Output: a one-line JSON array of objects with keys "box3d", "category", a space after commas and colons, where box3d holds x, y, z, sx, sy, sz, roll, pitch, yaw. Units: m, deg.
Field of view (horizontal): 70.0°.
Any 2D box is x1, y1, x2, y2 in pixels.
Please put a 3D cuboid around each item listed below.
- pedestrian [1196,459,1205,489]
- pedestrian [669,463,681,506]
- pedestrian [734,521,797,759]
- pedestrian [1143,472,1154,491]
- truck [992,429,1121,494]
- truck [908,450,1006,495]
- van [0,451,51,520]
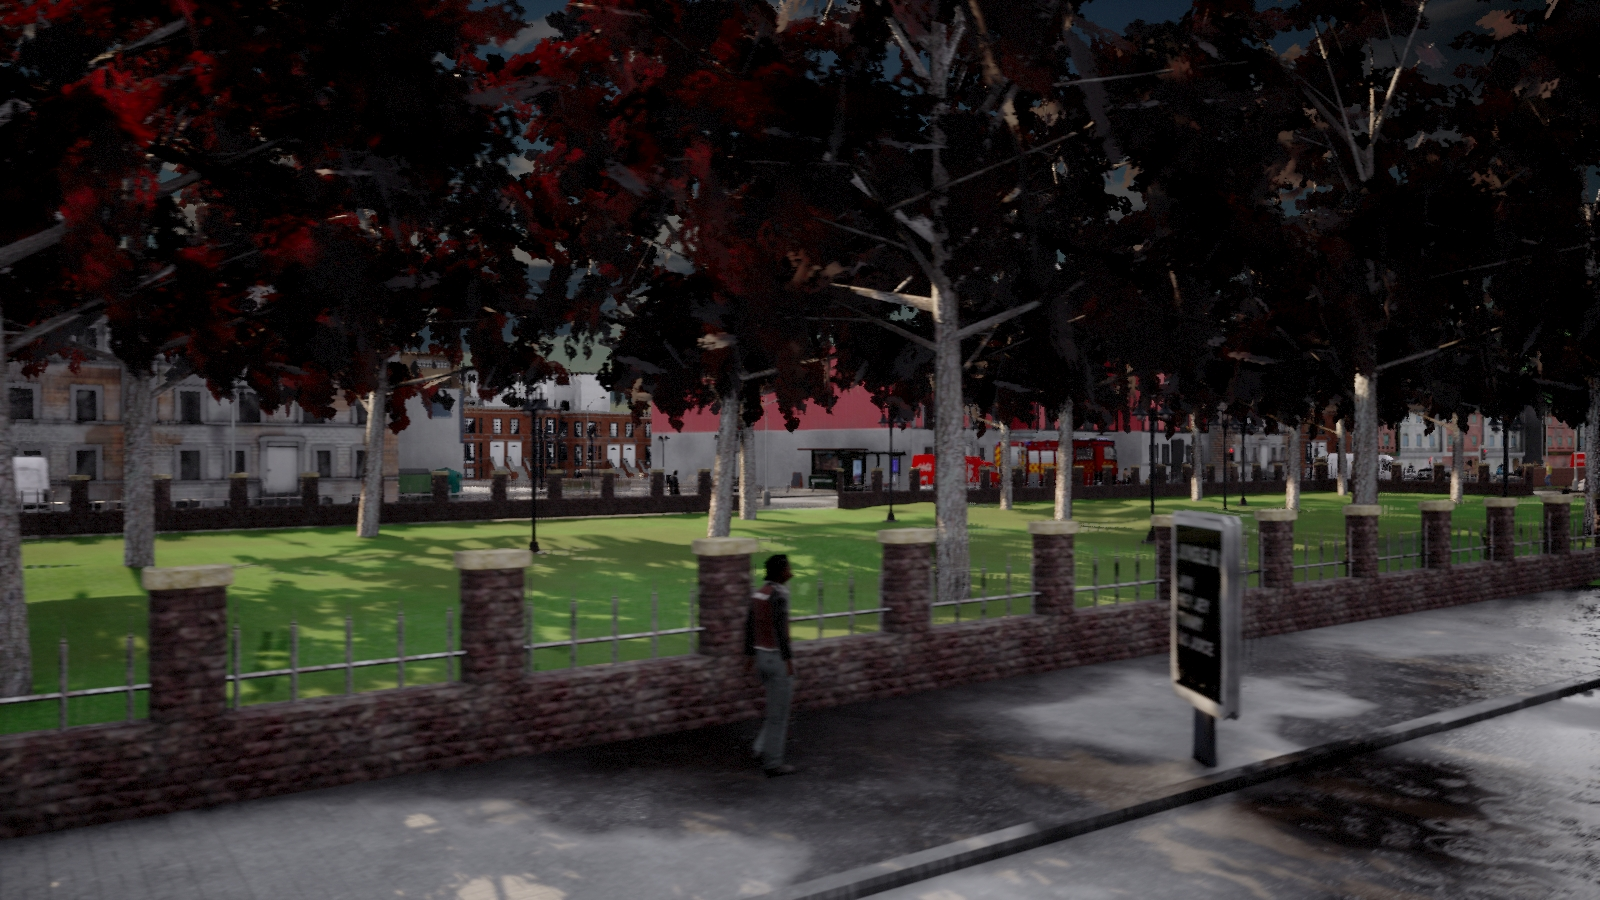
[{"box3d": [25.101, 1.524, 71.560, 0.375, 1.860, 0.375, 0, 0, -35], "category": "pedestrian"}, {"box3d": [-5.510, 1.525, 50.420, 0.375, 1.860, 0.375, 0, 0, 38], "category": "pedestrian"}, {"box3d": [-0.285, 1.525, 9.339, 0.375, 1.860, 0.375, 0, 0, -32], "category": "pedestrian"}, {"box3d": [20.973, 1.907, 68.704, 0.500, 1.100, 0.500, 0, 0, 33], "category": "pedestrian"}, {"box3d": [16.089, 0.672, 71.413, 8.468, 3.827, 2.891, 0, 0, -35], "category": "truck"}, {"box3d": [9.123, 1.325, 66.201, 5.204, 2.467, 2.627, 2, -1, -35], "category": "truck"}, {"box3d": [-31.438, 1.315, 42.518, 5.915, 2.561, 1.988, 0, 0, -35], "category": "van"}]
